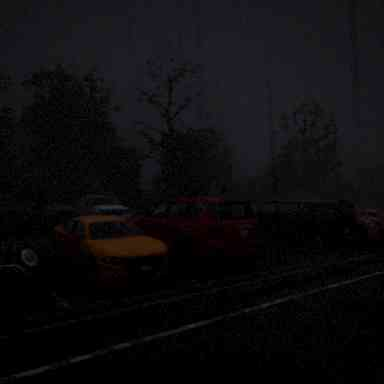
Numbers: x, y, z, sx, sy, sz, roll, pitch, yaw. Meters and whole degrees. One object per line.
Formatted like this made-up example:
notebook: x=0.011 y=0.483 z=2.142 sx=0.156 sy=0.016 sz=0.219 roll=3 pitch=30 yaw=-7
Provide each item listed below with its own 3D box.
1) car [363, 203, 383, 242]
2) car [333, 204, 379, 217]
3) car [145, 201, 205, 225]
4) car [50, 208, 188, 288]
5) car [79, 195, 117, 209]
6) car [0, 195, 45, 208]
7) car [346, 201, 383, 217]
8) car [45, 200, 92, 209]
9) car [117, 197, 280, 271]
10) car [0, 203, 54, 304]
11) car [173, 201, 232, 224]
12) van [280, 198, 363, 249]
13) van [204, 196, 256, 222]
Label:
car: x=7.343 y=1.422 z=16.559 sx=2.185 sy=1.767 sz=4.553 roll=1 pitch=-1 yaw=-36
car: x=19.975 y=2.218 z=40.690 sx=2.002 sy=1.452 sz=4.674 roll=2 pitch=-1 yaw=-36
car: x=-1.449 y=1.520 z=25.537 sx=1.946 sy=1.575 sz=5.366 roll=1 pitch=0 yaw=-36
car: x=-2.489 y=1.434 z=9.426 sx=2.097 sy=1.535 sz=5.008 roll=0 pitch=0 yaw=-36
car: x=-5.962 y=1.208 z=22.026 sx=2.435 sy=2.045 sz=5.566 roll=0 pitch=0 yaw=-36
car: x=-10.381 y=1.182 z=18.815 sx=2.435 sy=2.045 sz=5.566 roll=0 pitch=0 yaw=-36
car: x=22.525 y=2.159 z=42.581 sx=2.185 sy=1.767 sz=4.553 roll=2 pitch=-1 yaw=-35
car: x=-8.236 y=1.445 z=20.401 sx=2.231 sy=1.521 sz=4.892 roll=0 pitch=0 yaw=-36
car: x=-0.141 y=1.196 z=11.161 sx=2.435 sy=2.045 sz=5.566 roll=1 pitch=0 yaw=-36
car: x=-4.959 y=1.296 z=7.663 sx=2.185 sy=1.767 sz=4.553 roll=0 pitch=0 yaw=-36
car: x=0.711 y=1.559 z=27.091 sx=1.946 sy=1.575 sz=5.366 roll=1 pitch=-1 yaw=-36
van: x=4.829 y=1.282 z=14.855 sx=1.878 sy=1.987 sz=4.442 roll=1 pitch=0 yaw=-36
van: x=3.158 y=1.384 z=28.480 sx=1.878 sy=1.987 sz=4.442 roll=1 pitch=-1 yaw=-36
